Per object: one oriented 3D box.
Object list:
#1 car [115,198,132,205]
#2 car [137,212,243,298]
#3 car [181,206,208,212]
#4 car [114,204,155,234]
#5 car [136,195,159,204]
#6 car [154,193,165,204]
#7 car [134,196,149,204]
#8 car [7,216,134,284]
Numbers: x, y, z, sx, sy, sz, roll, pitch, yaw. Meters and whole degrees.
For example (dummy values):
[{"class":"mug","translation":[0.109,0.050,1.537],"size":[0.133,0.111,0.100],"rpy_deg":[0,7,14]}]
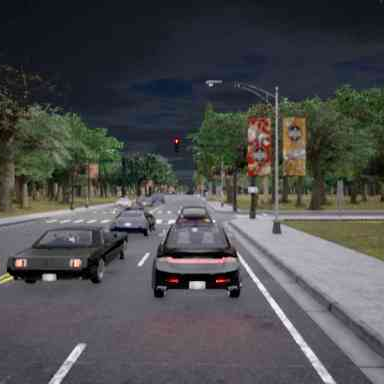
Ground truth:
[{"class":"car","translation":[-9.754,1.557,47.673],"size":[1.812,1.442,4.674],"rpy_deg":[0,0,1]},{"class":"car","translation":[0.107,1.493,8.513],"size":[2.128,1.511,4.902],"rpy_deg":[0,0,0]},{"class":"car","translation":[0.115,1.511,17.932],"size":[1.837,1.490,4.892],"rpy_deg":[0,0,0]},{"class":"car","translation":[-3.137,1.570,18.334],"size":[1.994,1.385,4.181],"rpy_deg":[0,0,0]},{"class":"car","translation":[-6.501,1.523,48.060],"size":[2.128,1.511,4.902],"rpy_deg":[0,0,0]},{"class":"car","translation":[-6.421,1.271,64.335],"size":[2.150,2.045,5.566],"rpy_deg":[0,0,1]},{"class":"car","translation":[-9.671,1.543,64.442],"size":[2.128,1.511,4.902],"rpy_deg":[0,0,1]},{"class":"car","translation":[-3.139,1.603,9.579],"size":[1.895,1.301,4.718],"rpy_deg":[0,0,0]}]
